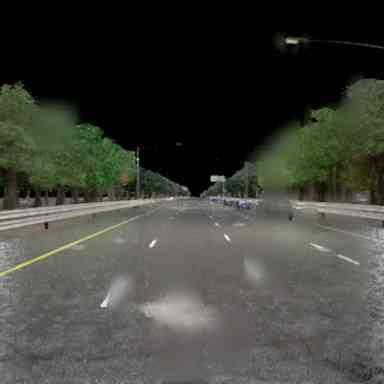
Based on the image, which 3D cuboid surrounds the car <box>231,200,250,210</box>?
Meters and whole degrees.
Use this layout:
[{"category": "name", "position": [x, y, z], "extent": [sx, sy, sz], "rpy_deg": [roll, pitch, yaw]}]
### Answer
[{"category": "car", "position": [7.120, 1.854, 47.617], "extent": [1.812, 1.442, 4.674], "rpy_deg": [0, -1, 0]}]

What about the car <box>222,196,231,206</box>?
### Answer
[{"category": "car", "position": [7.239, 2.091, 66.972], "extent": [1.812, 1.442, 4.674], "rpy_deg": [0, -1, 0]}]

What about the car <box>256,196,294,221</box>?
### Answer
[{"category": "car", "position": [7.042, 1.348, 28.687], "extent": [2.150, 2.045, 5.566], "rpy_deg": [0, 0, 0]}]
